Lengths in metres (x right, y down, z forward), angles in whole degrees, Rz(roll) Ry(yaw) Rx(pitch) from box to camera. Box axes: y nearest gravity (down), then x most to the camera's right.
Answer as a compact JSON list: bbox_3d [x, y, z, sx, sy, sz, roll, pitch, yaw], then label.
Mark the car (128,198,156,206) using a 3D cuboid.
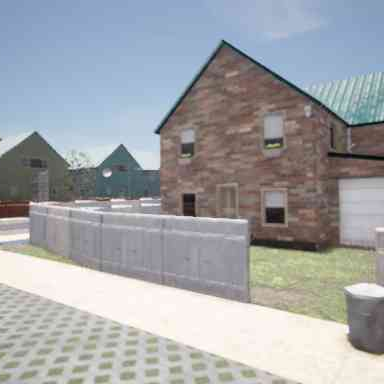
[{"bbox_3d":[-4.395,1.330,31.067,1.837,1.490,4.892,-2,0,36],"label":"car"}]
